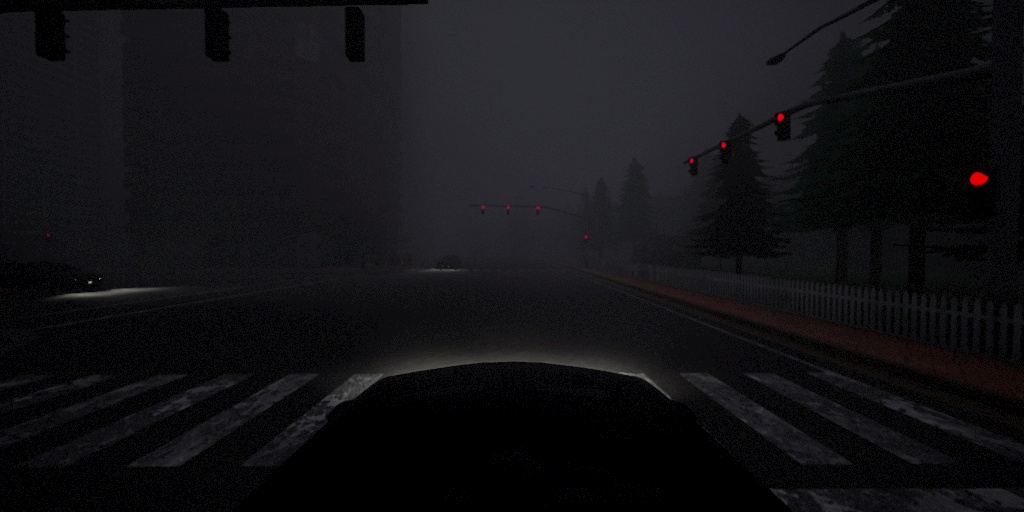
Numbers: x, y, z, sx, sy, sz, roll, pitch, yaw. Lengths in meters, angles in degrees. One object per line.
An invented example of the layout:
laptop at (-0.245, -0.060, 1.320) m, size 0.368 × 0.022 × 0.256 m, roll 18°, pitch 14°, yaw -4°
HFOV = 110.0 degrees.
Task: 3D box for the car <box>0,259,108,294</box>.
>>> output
car at (-23.221, 1.016, 17.688) m, size 4.892 × 1.490 × 1.837 m, roll 1°, pitch 1°, yaw 0°

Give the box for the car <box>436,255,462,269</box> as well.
car at (-6.705, 0.653, 38.578) m, size 1.837 × 1.490 × 4.892 m, roll 0°, pitch 2°, yaw 7°
